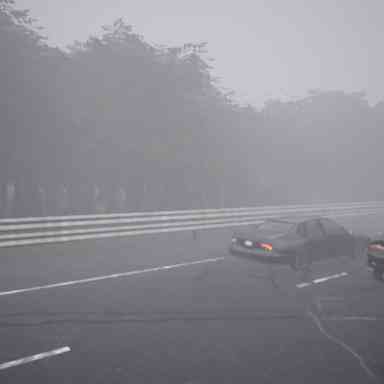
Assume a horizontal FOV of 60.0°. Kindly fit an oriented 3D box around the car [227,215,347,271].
[{"bbox_3d":[3.600,1.465,10.610,5.357,1.411,2.033,0,1,-35],"label":"car"}]

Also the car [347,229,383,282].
[{"bbox_3d":[6.223,1.428,8.186,4.902,1.511,2.128,0,1,-36],"label":"car"}]
